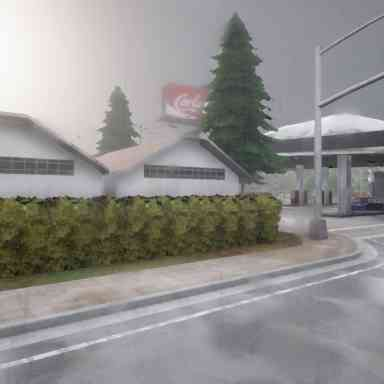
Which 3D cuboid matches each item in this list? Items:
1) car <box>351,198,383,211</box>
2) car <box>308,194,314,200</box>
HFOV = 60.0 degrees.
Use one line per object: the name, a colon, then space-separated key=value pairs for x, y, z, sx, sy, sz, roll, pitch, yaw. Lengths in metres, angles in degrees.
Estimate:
car: x=20.761 y=1.480 z=39.315 sx=4.611 sy=1.667 sz=2.242 roll=0 pitch=0 yaw=-36
car: x=31.778 y=1.330 z=88.820 sx=2.152 sy=1.636 sz=5.027 roll=0 pitch=0 yaw=-36
